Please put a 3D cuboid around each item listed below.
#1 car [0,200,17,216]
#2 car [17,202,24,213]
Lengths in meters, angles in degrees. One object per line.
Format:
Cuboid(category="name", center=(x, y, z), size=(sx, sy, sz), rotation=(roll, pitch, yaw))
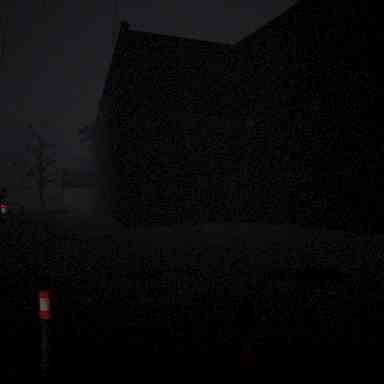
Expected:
Cuboid(category="car", center=(-24.610, 2.012, 42.985), size=(2.150, 2.045, 5.566), rotation=(-1, -1, -19))
Cuboid(category="car", center=(-27.644, 2.367, 51.874), size=(2.097, 1.767, 4.553), rotation=(-1, -1, -19))
